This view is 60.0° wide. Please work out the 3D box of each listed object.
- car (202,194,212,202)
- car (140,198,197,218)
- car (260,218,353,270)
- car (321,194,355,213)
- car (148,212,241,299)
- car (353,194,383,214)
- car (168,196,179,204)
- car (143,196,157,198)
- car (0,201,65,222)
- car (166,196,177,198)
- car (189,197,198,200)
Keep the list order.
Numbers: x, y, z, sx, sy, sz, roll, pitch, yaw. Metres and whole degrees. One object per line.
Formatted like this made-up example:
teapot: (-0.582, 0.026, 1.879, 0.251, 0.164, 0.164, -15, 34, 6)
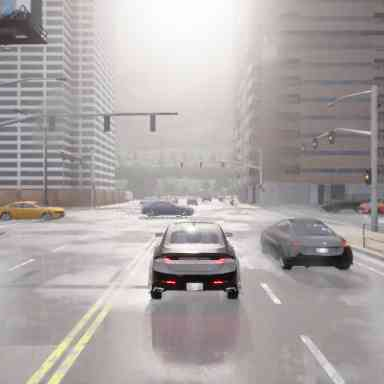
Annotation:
car: (3.382, 1.355, 76.795, 2.097, 1.767, 4.553, 0, 0, 0)
car: (-2.158, 1.525, 29.357, 4.674, 1.442, 1.812, 0, 0, 0)
car: (3.563, 1.564, 11.072, 1.994, 1.385, 4.181, 0, 0, 0)
car: (17.141, 1.221, 36.480, 5.566, 2.045, 2.150, 0, 0, 0)
car: (0.052, 1.492, 8.420, 2.128, 1.511, 4.902, 0, 0, 0)
car: (18.967, 1.352, 32.960, 4.553, 1.767, 2.097, 0, 0, 0)
car: (-3.645, 1.505, 64.988, 1.837, 1.490, 4.892, 0, 0, 0)
car: (-7.177, 1.526, 53.254, 1.812, 1.442, 4.674, 0, 0, 1)
car: (-12.498, 1.477, 25.898, 5.008, 1.535, 1.882, 0, 0, 0)
car: (-3.673, 1.491, 55.049, 2.128, 1.511, 4.902, 0, 0, 0)
car: (0.019, 1.547, 59.450, 2.033, 1.411, 5.357, 0, 0, 0)
